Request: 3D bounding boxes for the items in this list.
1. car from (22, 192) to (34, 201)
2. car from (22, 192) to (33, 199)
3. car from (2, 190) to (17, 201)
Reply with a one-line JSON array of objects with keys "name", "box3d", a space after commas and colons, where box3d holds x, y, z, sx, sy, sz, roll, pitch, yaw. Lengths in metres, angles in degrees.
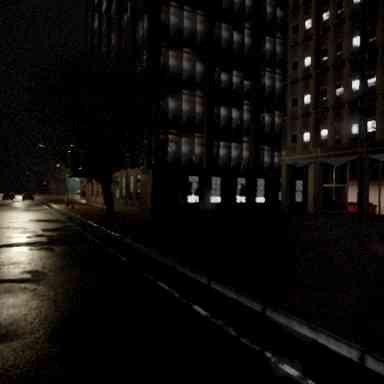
[{"name": "car", "box3d": [-31.113, 0.986, 63.140, 1.994, 1.385, 4.181, 1, 0, -27]}, {"name": "car", "box3d": [-35.714, 0.732, 72.019, 2.033, 1.411, 5.357, 1, 0, -27]}, {"name": "car", "box3d": [-33.806, 0.913, 61.274, 2.128, 1.511, 4.902, 1, 0, -27]}]
